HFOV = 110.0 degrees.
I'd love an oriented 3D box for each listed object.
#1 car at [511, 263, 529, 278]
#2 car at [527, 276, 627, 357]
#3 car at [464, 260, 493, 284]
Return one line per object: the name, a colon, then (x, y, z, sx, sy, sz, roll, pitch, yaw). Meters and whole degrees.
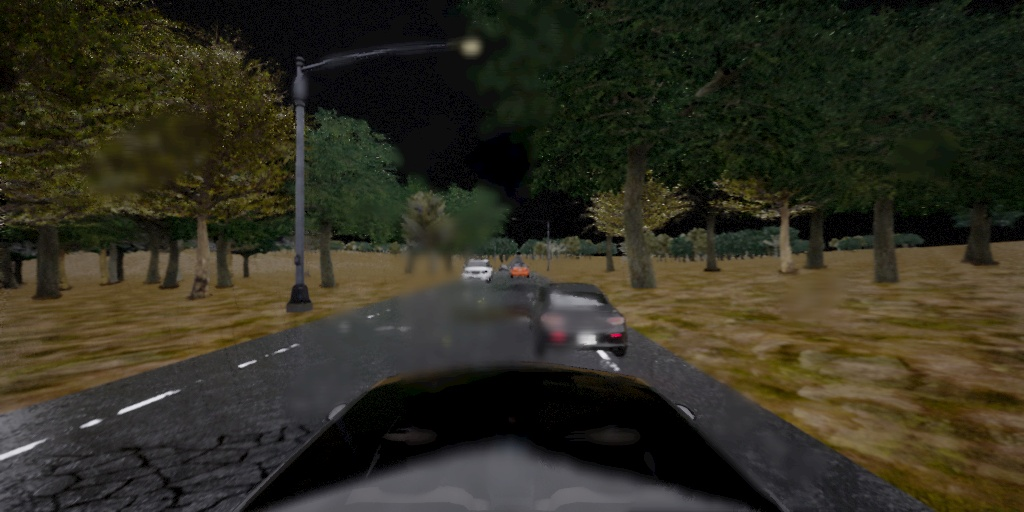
car: (0.921, 1.603, 41.582, 2.097, 1.767, 4.553, 0, -1, 1)
car: (1.396, 1.353, 8.677, 1.812, 1.442, 4.674, 0, -1, 1)
car: (-2.954, 1.364, 32.390, 2.150, 2.045, 5.566, 0, -1, 1)
